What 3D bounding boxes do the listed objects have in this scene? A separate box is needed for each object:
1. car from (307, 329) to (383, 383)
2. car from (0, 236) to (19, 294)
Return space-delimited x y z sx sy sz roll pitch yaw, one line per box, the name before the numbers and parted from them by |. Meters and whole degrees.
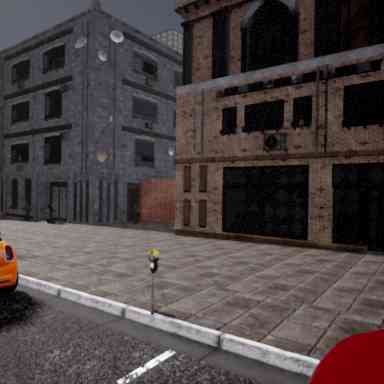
car | 2.762 1.316 0.826 5.009 1.841 2.192 0 1 36
car | -5.973 1.346 7.576 4.553 1.767 2.097 0 0 36
